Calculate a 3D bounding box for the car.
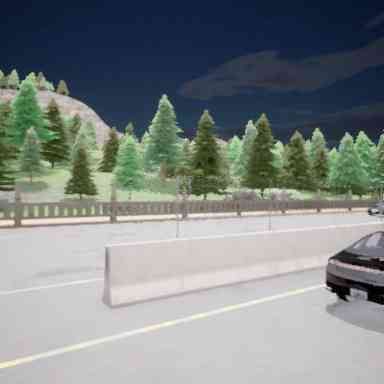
[{"bbox_3d":[4.878,1.554,7.062,4.902,1.511,2.128,0,0,-34],"label":"car"}]
